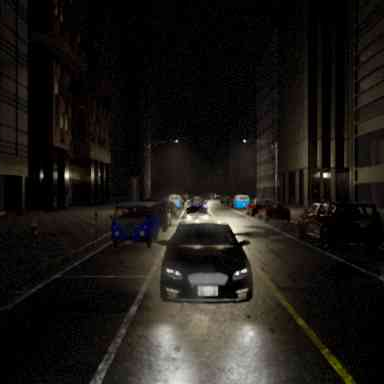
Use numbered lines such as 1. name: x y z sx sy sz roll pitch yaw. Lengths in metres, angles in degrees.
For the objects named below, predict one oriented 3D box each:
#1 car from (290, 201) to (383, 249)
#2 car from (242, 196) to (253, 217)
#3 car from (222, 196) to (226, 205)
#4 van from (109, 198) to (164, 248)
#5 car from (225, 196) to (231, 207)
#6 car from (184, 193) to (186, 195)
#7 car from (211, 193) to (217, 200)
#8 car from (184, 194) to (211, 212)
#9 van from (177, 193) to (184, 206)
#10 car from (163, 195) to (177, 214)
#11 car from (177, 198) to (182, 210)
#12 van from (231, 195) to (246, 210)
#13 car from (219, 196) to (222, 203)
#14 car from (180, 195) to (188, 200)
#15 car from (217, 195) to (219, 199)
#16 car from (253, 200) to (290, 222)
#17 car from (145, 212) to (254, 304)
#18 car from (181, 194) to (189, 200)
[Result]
1. car: 6.180 1.299 14.361 2.192 1.841 5.009 0 0 0
2. car: 6.259 1.408 31.188 1.967 1.590 4.097 0 0 0
3. car: 6.365 1.513 53.625 1.947 1.339 4.313 0 0 0
4. van: -2.345 1.325 14.390 1.690 1.788 3.998 0 0 0
5. car: 6.338 1.497 48.015 1.887 1.381 4.507 0 0 0
6. car: -2.160 1.387 53.657 1.967 1.590 4.097 0 0 0
7. car: 6.522 1.489 87.278 2.008 1.369 4.403 0 0 0
8. car: 0.507 1.317 33.486 2.097 1.767 4.553 0 0 0
9. van: -2.213 1.298 42.438 1.690 1.788 3.998 0 0 0
10. car: -2.318 1.293 20.000 2.192 1.841 5.009 0 0 0
11. car: -2.266 1.518 31.219 2.008 1.369 4.403 0 0 0
12. van: 6.312 1.298 42.406 1.690 1.788 3.998 0 0 0
13. car: 6.392 1.467 59.404 1.752 1.417 4.829 0 0 0
14. car: -2.003 1.504 87.313 1.947 1.339 4.313 0 0 0
15. car: 6.418 1.463 65.013 1.752 1.417 4.829 0 0 0
16. car: 6.233 1.518 25.579 1.887 1.381 4.507 0 0 0
17. car: 0.289 1.482 8.323 2.128 1.511 4.902 0 0 0
18. car: -1.976 1.378 92.922 1.967 1.590 4.097 0 0 0
